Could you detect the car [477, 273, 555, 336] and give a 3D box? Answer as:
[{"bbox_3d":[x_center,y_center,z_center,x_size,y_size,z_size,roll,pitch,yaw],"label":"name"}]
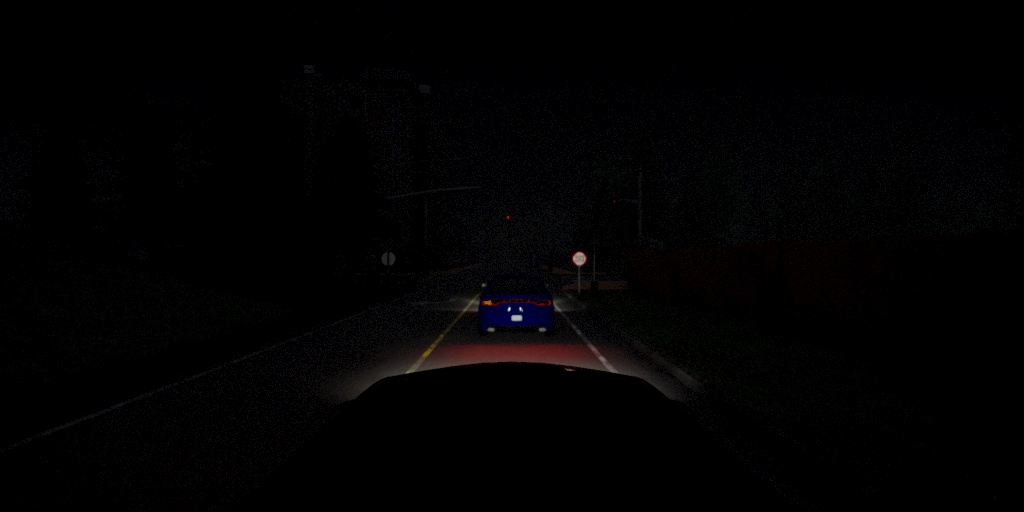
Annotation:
[{"bbox_3d":[0.101,1.232,10.477,1.882,1.535,5.008,0,0,0],"label":"car"}]
